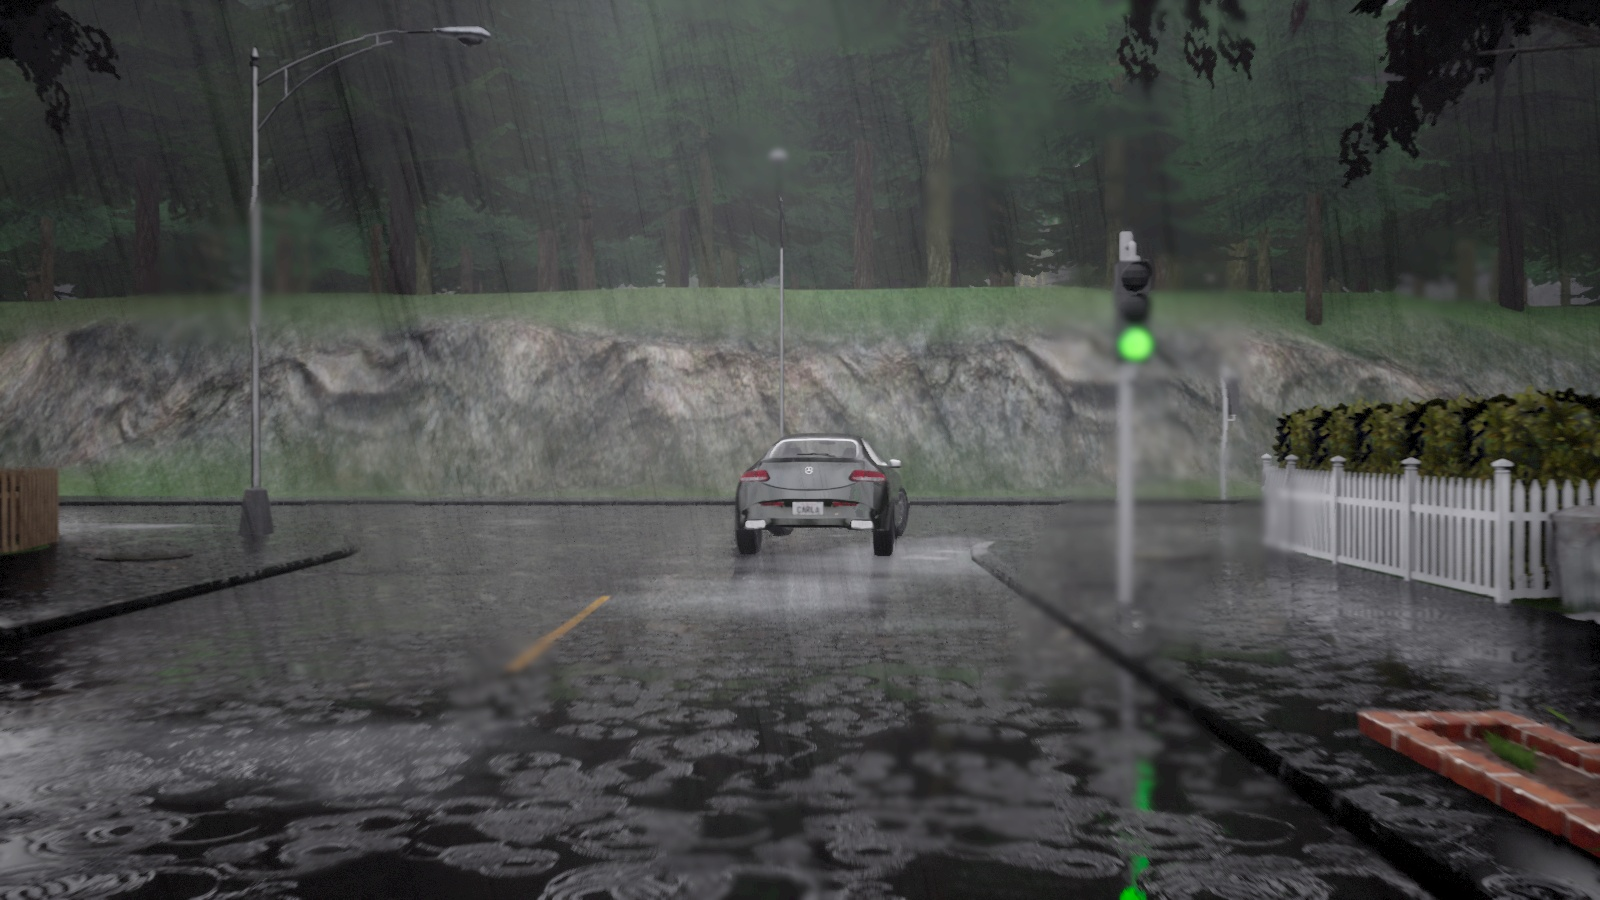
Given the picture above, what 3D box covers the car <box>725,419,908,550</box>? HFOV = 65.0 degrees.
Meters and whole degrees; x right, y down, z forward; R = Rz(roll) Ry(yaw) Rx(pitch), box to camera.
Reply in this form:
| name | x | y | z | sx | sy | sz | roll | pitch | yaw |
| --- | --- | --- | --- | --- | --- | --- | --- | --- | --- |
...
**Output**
| name | x | y | z | sx | sy | sz | roll | pitch | yaw |
| --- | --- | --- | --- | --- | --- | --- | --- | --- | --- |
| car | 0.412 | 0.422 | 18.420 | 2.152 | 1.651 | 5.027 | 0 | 0 | 7 |
